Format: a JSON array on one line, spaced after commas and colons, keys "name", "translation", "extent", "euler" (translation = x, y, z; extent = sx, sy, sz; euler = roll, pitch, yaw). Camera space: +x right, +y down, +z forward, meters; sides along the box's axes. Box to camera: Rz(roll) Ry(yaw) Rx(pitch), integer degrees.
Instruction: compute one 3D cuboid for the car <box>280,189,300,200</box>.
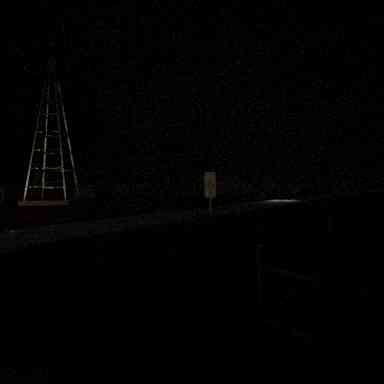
[{"name": "car", "translation": [14.624, 0.328, 49.485], "extent": [1.837, 1.490, 4.892], "euler": [-1, 1, 35]}]
